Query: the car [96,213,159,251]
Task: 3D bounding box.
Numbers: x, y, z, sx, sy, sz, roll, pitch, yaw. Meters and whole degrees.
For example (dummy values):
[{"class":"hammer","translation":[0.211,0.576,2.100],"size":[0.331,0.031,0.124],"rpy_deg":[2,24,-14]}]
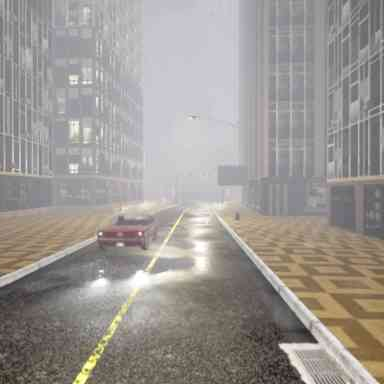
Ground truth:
[{"class":"car","translation":[-2.577,1.599,14.237],"size":[1.895,1.301,4.718],"rpy_deg":[0,0,1]}]
